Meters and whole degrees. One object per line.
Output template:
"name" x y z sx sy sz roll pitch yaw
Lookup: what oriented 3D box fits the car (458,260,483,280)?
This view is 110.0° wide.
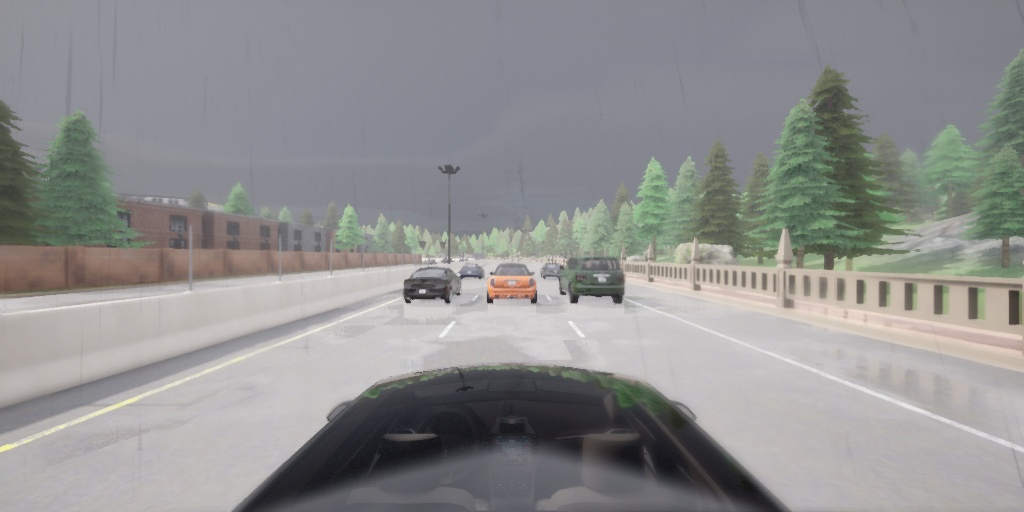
"car" -3.500 1.320 31.500 1.994 1.385 4.181 0 0 0

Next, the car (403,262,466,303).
"car" -3.500 1.232 16.500 1.882 1.535 5.008 0 0 0

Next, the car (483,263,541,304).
"car" 0.000 1.113 16.470 2.097 1.767 4.553 0 0 0

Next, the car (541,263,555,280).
"car" 3.500 1.311 31.500 2.033 1.411 5.357 0 0 0

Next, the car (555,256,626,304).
"car" 3.500 1.005 16.530 2.150 2.045 5.566 0 0 0
